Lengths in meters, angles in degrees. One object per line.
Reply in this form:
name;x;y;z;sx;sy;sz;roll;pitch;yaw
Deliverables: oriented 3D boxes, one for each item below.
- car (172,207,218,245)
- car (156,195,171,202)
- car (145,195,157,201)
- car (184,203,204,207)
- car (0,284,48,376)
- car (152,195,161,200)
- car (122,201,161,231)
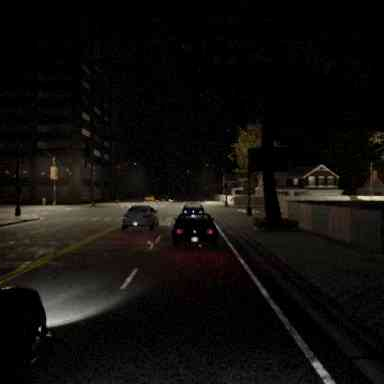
car;0.104;1.612;15.504;1.895;1.301;4.718;0;0;0
car;-6.484;1.553;76.710;1.837;1.490;4.892;0;0;0
car;-9.734;1.530;76.713;1.882;1.535;5.008;0;0;0
car;0.107;1.621;28.746;1.895;1.301;4.718;0;0;0
car;-3.148;1.566;3.292;1.994;1.385;4.181;0;0;0
car;-9.730;1.582;92.307;2.033;1.411;5.357;0;0;0
car;-3.145;1.540;20.796;1.812;1.442;4.674;0;0;0
